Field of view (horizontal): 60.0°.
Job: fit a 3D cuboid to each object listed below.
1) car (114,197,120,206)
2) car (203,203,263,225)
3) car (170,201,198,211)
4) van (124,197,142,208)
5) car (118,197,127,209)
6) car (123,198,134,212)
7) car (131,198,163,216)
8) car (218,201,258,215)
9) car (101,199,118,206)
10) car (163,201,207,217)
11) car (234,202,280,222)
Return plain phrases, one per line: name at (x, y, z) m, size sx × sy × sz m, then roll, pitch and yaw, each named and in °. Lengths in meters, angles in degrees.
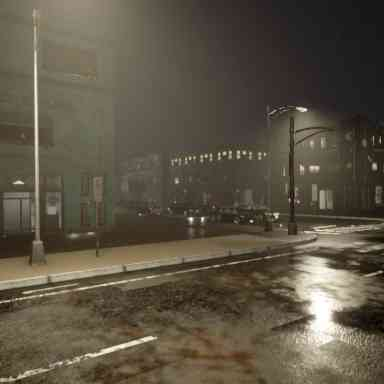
car at (-14.046, 1.939, 65.110) m, size 2.192 × 1.841 × 5.009 m, roll -1°, pitch 0°, yaw -35°
car at (3.139, 1.814, 26.330) m, size 1.947 × 1.339 × 4.313 m, roll -2°, pitch 0°, yaw -35°
car at (-1.196, 1.965, 47.075) m, size 1.802 × 1.307 × 4.206 m, roll -2°, pitch 0°, yaw -35°
van at (-10.834, 1.906, 60.601) m, size 1.690 × 1.788 × 3.998 m, roll -1°, pitch 0°, yaw -35°
car at (-10.009, 2.041, 54.999) m, size 1.837 × 1.490 × 4.892 m, roll -1°, pitch 0°, yaw -35°
car at (-7.320, 1.994, 45.743) m, size 1.812 × 1.442 × 4.674 m, roll -1°, pitch 0°, yaw -35°
car at (-4.814, 1.845, 37.704) m, size 1.967 × 1.590 × 4.097 m, roll -1°, pitch 0°, yaw -35°
car at (5.224, 1.809, 38.058) m, size 2.008 × 1.369 × 4.403 m, roll -2°, pitch 0°, yaw -35°
car at (-17.251, 2.227, 69.619) m, size 1.887 × 1.381 × 4.507 m, roll -1°, pitch 0°, yaw -35°
car at (-0.819, 1.847, 36.579) m, size 1.837 × 1.490 × 4.892 m, roll -1°, pitch 0°, yaw -36°
car at (5.199, 1.715, 28.111) m, size 2.128 × 1.511 × 4.902 m, roll -1°, pitch 0°, yaw -37°
